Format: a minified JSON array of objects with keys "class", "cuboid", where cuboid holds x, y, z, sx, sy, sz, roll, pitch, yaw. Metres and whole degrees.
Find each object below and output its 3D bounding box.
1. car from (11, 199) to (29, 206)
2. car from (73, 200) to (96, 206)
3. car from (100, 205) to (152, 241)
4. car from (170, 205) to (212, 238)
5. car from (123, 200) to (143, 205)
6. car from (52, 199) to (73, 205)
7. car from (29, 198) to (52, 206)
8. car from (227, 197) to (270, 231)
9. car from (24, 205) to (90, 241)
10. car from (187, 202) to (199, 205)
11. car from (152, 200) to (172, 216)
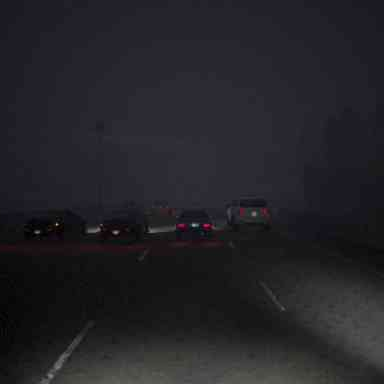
[{"class":"car","cuboid":[-27.998,1.876,55.171,1.882,1.535,5.008,0,-1,0]},{"class":"car","cuboid":[-17.498,2.076,55.179,1.882,1.535,5.008,0,-1,0]},{"class":"car","cuboid":[-3.399,1.628,17.147,1.812,1.442,4.674,0,-1,0]},{"class":"car","cuboid":[0.102,1.660,18.317,2.033,1.411,5.357,0,-1,0]},{"class":"car","cuboid":[-6.898,1.745,38.614,2.097,1.767,4.553,0,-1,0]},{"class":"car","cuboid":[-20.998,1.858,55.168,1.812,1.442,4.674,0,-1,0]},{"class":"car","cuboid":[-24.498,1.834,55.168,1.837,1.490,4.892,0,-1,0]},{"class":"car","cuboid":[3.601,1.372,21.940,2.150,2.045,5.566,0,-1,0]},{"class":"car","cuboid":[-6.899,1.628,17.158,1.812,1.442,4.674,0,-1,0]},{"class":"car","cuboid":[0.101,1.940,39.848,1.812,1.442,4.674,0,-1,0]},{"class":"car","cuboid":[-3.398,1.734,38.003,2.097,1.767,4.553,0,-1,0]}]
